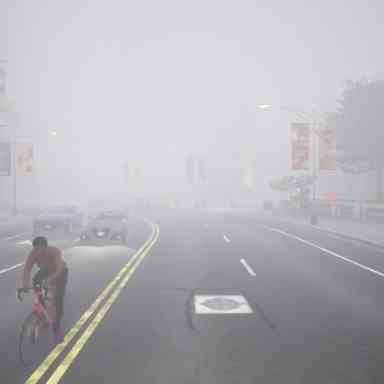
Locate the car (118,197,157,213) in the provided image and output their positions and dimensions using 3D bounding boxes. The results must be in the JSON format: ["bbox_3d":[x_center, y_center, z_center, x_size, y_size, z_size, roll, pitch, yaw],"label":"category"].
[{"bbox_3d":[-6.016,1.352,36.064,2.097,1.767,4.553,0,0,-31],"label":"car"}]

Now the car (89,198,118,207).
[{"bbox_3d":[-12.241,1.505,44.094,4.892,1.490,1.837,0,0,44],"label":"car"}]

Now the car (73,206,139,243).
[{"bbox_3d":[-3.902,1.564,15.854,1.994,1.385,4.181,0,0,-3],"label":"car"}]

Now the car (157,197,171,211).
[{"bbox_3d":[-4.339,1.352,39.662,2.097,1.767,4.553,0,0,-32],"label":"car"}]

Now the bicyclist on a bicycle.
[{"bbox_3d":[-2.115,1.436,4.823,0.582,1.620,1.656,-1,2,-1],"label":"bicyclist on a bicycle"}]

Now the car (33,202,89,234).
[{"bbox_3d":[-7.604,1.478,19.319,1.882,1.535,5.008,0,0,-7],"label":"car"}]

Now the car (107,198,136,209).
[{"bbox_3d":[-9.977,1.564,46.630,4.181,1.385,1.994,0,0,45],"label":"car"}]
